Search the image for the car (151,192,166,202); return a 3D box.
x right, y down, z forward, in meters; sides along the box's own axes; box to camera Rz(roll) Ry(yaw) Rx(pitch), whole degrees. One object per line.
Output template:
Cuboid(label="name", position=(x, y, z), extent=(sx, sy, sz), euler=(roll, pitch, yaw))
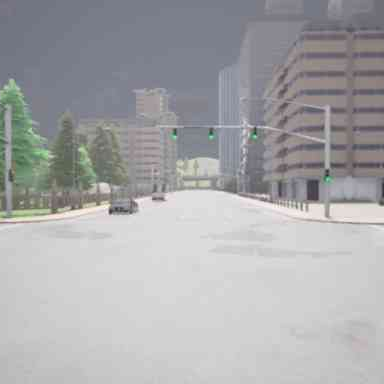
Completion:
Cuboid(label="car", position=(-5.281, 0.753, 53.182), extent=(1.882, 1.535, 5.008), euler=(0, 1, 1))

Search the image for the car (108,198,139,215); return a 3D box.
Cuboid(label="car", position=(-5.859, 1.184, 28.821), extent=(1.994, 1.385, 4.181), euler=(0, 1, 1))
